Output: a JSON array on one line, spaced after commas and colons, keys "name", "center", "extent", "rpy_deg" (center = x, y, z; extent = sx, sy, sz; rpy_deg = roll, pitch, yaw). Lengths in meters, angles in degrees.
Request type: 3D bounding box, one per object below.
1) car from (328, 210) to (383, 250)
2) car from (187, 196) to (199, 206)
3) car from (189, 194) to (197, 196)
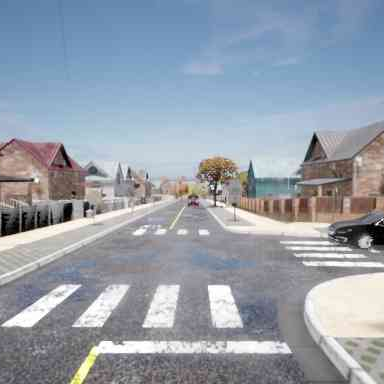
[{"name": "car", "center": [8.149, 1.485, 13.603], "extent": [4.892, 1.490, 1.837], "rpy_deg": [0, 2, 2]}, {"name": "car", "center": [0.193, 1.757, 56.414], "extent": [1.895, 1.301, 4.718], "rpy_deg": [0, 0, 0]}, {"name": "car", "center": [0.227, 1.446, 66.437], "extent": [2.150, 2.045, 5.566], "rpy_deg": [0, 0, 0]}]
